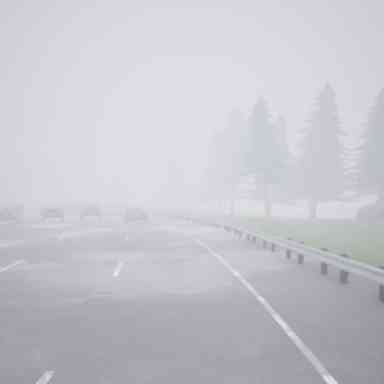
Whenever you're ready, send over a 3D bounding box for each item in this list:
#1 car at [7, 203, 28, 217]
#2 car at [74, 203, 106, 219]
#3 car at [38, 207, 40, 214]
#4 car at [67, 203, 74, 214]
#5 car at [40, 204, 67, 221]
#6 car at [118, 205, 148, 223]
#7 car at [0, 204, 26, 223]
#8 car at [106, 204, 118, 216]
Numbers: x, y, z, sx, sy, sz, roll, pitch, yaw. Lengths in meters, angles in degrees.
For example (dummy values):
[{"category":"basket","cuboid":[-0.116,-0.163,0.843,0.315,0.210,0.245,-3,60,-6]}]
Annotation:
[{"category":"car","cuboid":[-20.539,2.098,39.043,2.033,1.411,5.357,0,-1,-29]},{"category":"car","cuboid":[-10.645,1.974,34.599,2.128,1.511,4.902,0,-1,-24]},{"category":"car","cuboid":[-18.227,2.190,42.026,1.895,1.301,4.718,0,-1,-30]},{"category":"car","cuboid":[-15.371,2.141,44.047,1.812,1.442,4.674,0,-1,-29]},{"category":"car","cuboid":[-13.569,1.934,32.564,1.882,1.535,5.008,0,-1,-23]},{"category":"car","cuboid":[-5.288,1.984,30.296,1.994,1.385,4.181,0,-1,-19]},{"category":"car","cuboid":[-16.007,1.962,29.352,2.033,1.411,5.357,0,-1,-21]},{"category":"car","cuboid":[-9.505,2.162,40.418,1.895,1.301,4.718,0,-1,-26]}]
